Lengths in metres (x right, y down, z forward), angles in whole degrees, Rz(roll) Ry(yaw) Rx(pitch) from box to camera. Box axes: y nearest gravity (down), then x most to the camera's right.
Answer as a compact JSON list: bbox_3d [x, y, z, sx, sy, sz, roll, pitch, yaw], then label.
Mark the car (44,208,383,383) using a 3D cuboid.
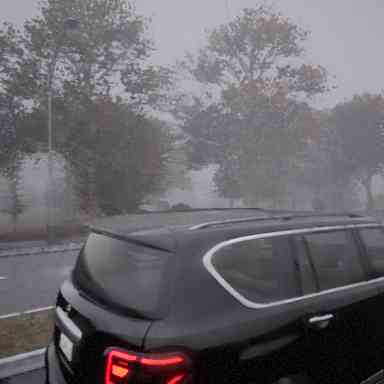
[{"bbox_3d":[1.258,1.218,4.013,5.566,2.045,2.150,0,0,-35],"label":"car"}]
